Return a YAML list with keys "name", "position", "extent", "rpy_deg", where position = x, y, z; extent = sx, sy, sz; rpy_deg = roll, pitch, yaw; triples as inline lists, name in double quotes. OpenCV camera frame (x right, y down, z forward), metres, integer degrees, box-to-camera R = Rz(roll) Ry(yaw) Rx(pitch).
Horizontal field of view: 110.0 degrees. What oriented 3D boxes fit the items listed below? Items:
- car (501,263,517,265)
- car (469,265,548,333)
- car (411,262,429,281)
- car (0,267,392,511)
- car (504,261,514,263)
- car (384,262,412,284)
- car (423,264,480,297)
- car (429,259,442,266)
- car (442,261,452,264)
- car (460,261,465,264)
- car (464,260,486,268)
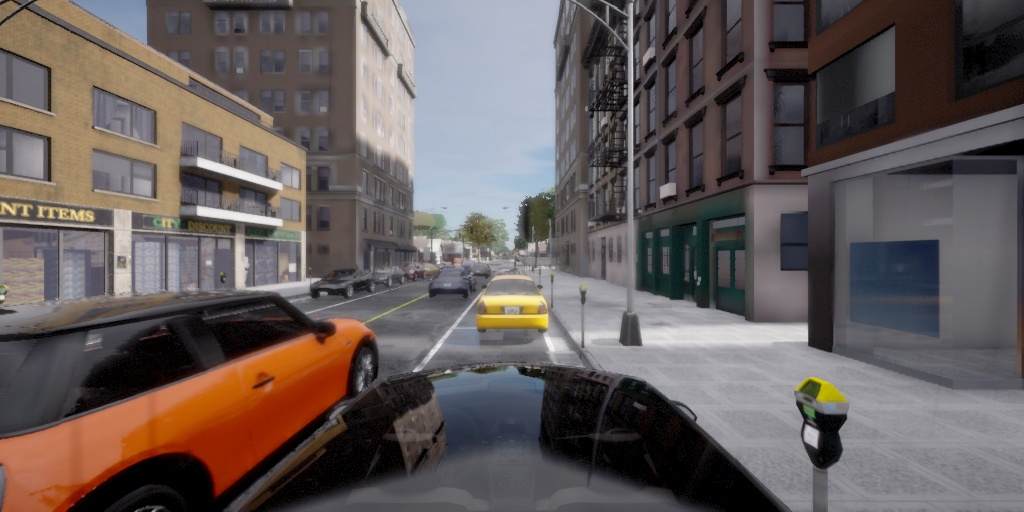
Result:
- name: "car"
  position: [-0.383, 1.334, 23.722]
  extent: [1.802, 1.307, 4.207]
  rpy_deg: [0, 0, 0]
- name: "car"
  position: [0.005, 1.207, 10.690]
  extent: [1.801, 1.575, 5.366]
  rpy_deg: [0, 0, 0]
- name: "car"
  position: [-8.408, 1.195, 29.238]
  extent: [1.967, 1.591, 4.097]
  rpy_deg: [0, 0, 0]
- name: "car"
  position: [-3.020, 1.101, 3.471]
  extent: [2.097, 1.767, 4.553]
  rpy_deg: [0, 0, 0]
- name: "car"
  position: [-0.383, 1.281, 29.411]
  extent: [1.751, 1.417, 4.829]
  rpy_deg: [0, 0, 0]
- name: "car"
  position: [-8.408, 1.302, 23.719]
  extent: [2.007, 1.370, 4.403]
  rpy_deg: [0, 0, 0]
- name: "car"
  position: [-3.000, 1.315, 18.784]
  extent: [1.994, 1.385, 4.181]
  rpy_deg: [0, 0, 0]
- name: "car"
  position: [-8.408, 1.285, 34.586]
  extent: [1.751, 1.417, 4.829]
  rpy_deg: [0, 0, 0]
- name: "car"
  position: [-8.408, 1.203, 40.275]
  extent: [1.967, 1.591, 4.097]
  rpy_deg: [0, 0, 0]
- name: "car"
  position: [-5.798, 1.295, 47.510]
  extent: [1.812, 1.442, 4.674]
  rpy_deg: [0, 0, 1]
- name: "car"
  position: [-2.996, 1.323, 33.896]
  extent: [1.994, 1.385, 4.181]
  rpy_deg: [0, 0, 0]
